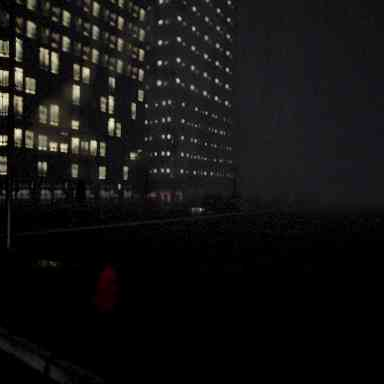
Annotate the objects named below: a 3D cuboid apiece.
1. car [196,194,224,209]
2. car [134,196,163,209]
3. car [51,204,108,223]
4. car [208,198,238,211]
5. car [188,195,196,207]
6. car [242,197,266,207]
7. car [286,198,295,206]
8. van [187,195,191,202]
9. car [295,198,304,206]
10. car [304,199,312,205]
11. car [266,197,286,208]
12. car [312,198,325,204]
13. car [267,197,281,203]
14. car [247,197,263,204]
[{"bbox_3d":[3.385,1.382,46.871,2.150,2.045,5.566,2,0,35],"label":"car"},{"bbox_3d":[-5.689,1.366,43.853,1.967,1.590,4.097,1,0,35],"label":"car"},{"bbox_3d":[-8.364,1.557,25.090,2.008,1.369,4.403,1,0,35],"label":"car"},{"bbox_3d":[4.401,1.789,43.701,1.947,1.339,4.313,1,0,35],"label":"car"},{"bbox_3d":[1.880,1.619,50.115,1.812,1.442,4.674,2,0,35],"label":"car"},{"bbox_3d":[10.201,1.772,56.750,2.128,1.511,4.902,2,1,35],"label":"car"},{"bbox_3d":[17.274,2.022,62.240,1.802,1.307,4.206,1,0,35],"label":"car"},{"bbox_3d":[0.748,1.376,53.120,1.690,1.788,3.998,1,0,35],"label":"van"},{"bbox_3d":[20.495,1.934,66.874,1.967,1.590,4.097,1,0,35],"label":"car"},{"bbox_3d":[23.711,2.113,71.509,1.947,1.339,4.313,1,0,35],"label":"car"},{"bbox_3d":[14.056,1.952,57.605,1.947,1.339,4.313,1,0,35],"label":"car"},{"bbox_3d":[30.605,2.134,81.998,1.882,1.535,5.008,2,1,35],"label":"car"},{"bbox_3d":[20.048,1.924,80.922,1.947,1.339,4.313,1,0,35],"label":"car"},{"bbox_3d":[13.613,1.833,71.655,1.802,1.307,4.206,1,0,35],"label":"car"}]
